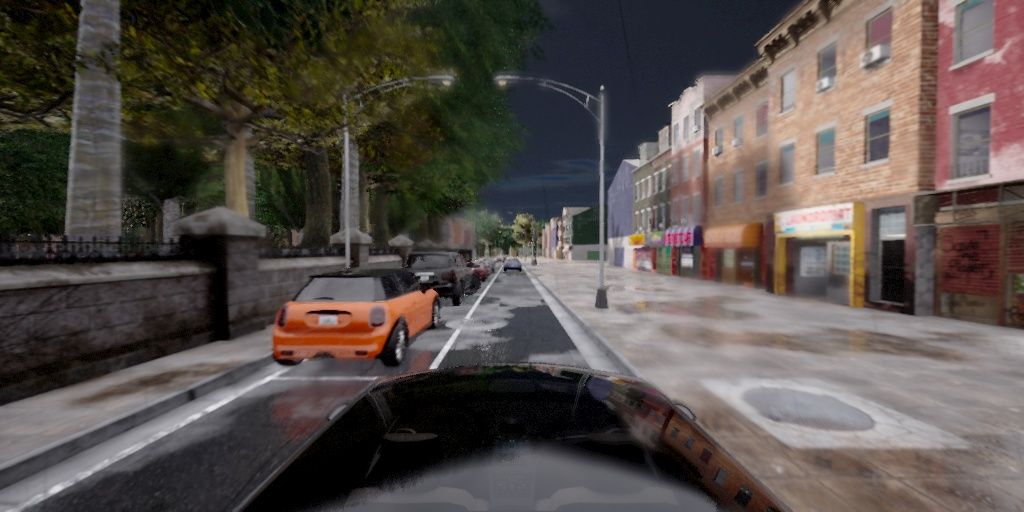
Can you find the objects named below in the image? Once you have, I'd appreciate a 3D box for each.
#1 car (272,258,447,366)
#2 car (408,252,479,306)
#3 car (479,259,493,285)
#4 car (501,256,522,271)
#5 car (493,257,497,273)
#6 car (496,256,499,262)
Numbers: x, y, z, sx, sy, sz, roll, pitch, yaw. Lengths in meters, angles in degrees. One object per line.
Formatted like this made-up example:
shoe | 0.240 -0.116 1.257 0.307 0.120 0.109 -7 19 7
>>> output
car | -2.987 1.036 7.958 2.097 1.767 4.553 0 1 0
car | -2.932 0.832 15.129 2.150 2.045 5.566 0 1 2
car | -2.638 1.053 25.589 1.888 1.381 4.507 0 0 0
car | 0.091 0.943 39.841 1.994 1.385 4.181 0 0 0
car | -2.638 1.006 31.277 2.007 1.370 4.403 0 0 0
car | -2.638 0.971 36.966 1.948 1.339 4.313 0 0 0
